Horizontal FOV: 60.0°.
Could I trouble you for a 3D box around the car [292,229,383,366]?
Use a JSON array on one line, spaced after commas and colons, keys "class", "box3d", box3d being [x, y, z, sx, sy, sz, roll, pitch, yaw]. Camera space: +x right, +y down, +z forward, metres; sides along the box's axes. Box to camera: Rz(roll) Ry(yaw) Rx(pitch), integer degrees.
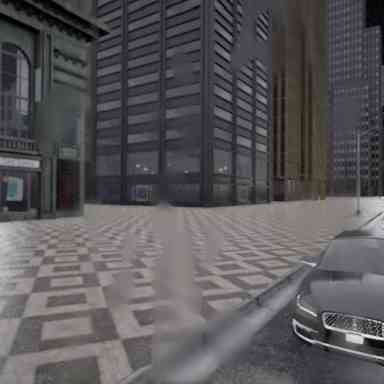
[{"class": "car", "box3d": [3.275, 1.508, 6.013, 1.837, 1.490, 4.892, 0, 0, 33]}]
